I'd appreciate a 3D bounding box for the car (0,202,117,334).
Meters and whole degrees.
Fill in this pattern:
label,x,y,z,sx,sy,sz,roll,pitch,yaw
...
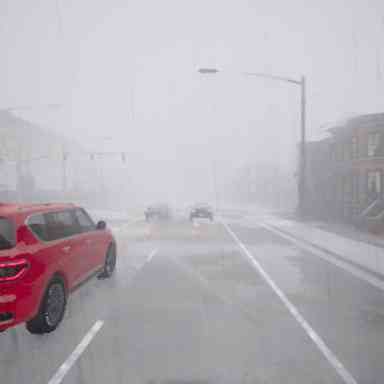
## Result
label,x,y,z,sx,sy,sz,roll,pitch,yaw
car,-3.208,1.222,6.904,2.150,2.045,5.566,0,0,1

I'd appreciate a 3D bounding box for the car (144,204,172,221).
label,x,y,z,sx,sy,sz,roll,pitch,yaw
car,-2.734,1.642,27.982,1.895,1.301,4.718,0,0,1

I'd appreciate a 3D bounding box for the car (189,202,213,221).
label,x,y,z,sx,sy,sz,roll,pitch,yaw
car,0.755,1.581,27.472,1.812,1.442,4.674,0,0,1
